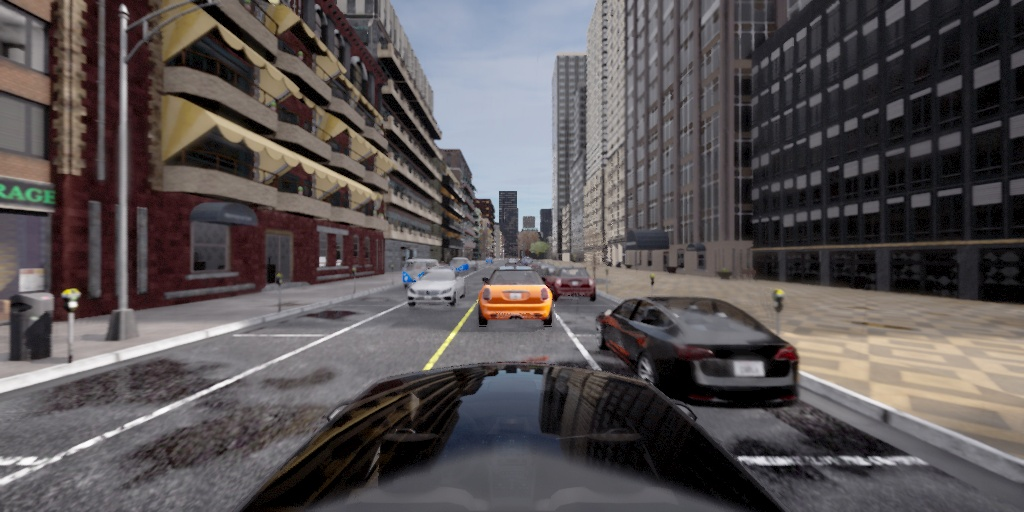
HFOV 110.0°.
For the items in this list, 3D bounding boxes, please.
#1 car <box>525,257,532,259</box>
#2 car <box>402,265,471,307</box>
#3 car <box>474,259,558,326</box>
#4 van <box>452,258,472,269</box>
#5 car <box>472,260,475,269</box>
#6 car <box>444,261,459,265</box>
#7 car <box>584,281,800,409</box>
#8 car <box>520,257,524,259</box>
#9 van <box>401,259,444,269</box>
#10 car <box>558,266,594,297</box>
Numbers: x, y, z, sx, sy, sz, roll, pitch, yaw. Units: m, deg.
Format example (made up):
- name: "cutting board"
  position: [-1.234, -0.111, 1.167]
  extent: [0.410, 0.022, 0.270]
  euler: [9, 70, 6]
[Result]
- name: "car"
  position: [2.685, 1.186, 39.289]
  extent: [1.967, 1.591, 4.097]
  euler: [0, 0, 0]
- name: "car"
  position: [-3.113, 1.272, 15.613]
  extent: [1.812, 1.442, 4.674]
  euler: [0, 0, 0]
- name: "car"
  position: [0.068, 1.099, 11.778]
  extent: [2.097, 1.767, 4.553]
  euler: [0, 0, -1]
- name: "van"
  position: [-5.696, 1.087, 39.289]
  extent: [1.690, 1.789, 3.998]
  euler: [0, 0, 0]
- name: "car"
  position: [-5.698, 1.301, 50.334]
  extent: [2.007, 1.370, 4.403]
  euler: [0, 0, 0]
- name: "car"
  position: [-5.694, 1.290, 28.244]
  extent: [1.888, 1.381, 4.507]
  euler: [0, 0, 0]
- name: "car"
  position: [2.690, 1.314, 6.153]
  extent: [1.948, 1.339, 4.313]
  euler: [0, 0, 0]
- name: "car"
  position: [0.093, 1.241, 45.930]
  extent: [2.128, 1.511, 4.902]
  euler: [0, 0, 0]
- name: "van"
  position: [-5.694, 1.087, 22.721]
  extent: [1.690, 1.789, 3.998]
  euler: [0, 0, 0]
- name: "car"
  position: [2.689, 1.186, 17.198]
  extent: [1.967, 1.591, 4.097]
  euler: [0, 0, 0]
